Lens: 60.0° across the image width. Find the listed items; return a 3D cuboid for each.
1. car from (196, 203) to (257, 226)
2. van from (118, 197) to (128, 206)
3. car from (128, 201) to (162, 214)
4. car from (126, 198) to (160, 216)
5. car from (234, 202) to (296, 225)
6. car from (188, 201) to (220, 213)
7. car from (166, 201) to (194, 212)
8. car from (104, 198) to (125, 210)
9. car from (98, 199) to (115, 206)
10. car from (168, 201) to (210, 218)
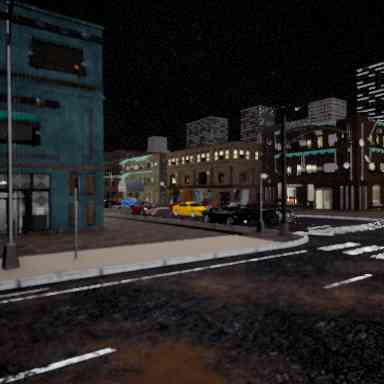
[{"bbox_3d":[2.605,1.809,25.937,1.947,1.339,4.313,-2,0,-35],"label":"car"},{"bbox_3d":[-11.350,1.899,60.216,1.690,1.788,3.998,-1,0,-35],"label":"van"},{"bbox_3d":[-6.115,1.977,42.905,2.033,1.411,5.357,-1,0,-35],"label":"car"},{"bbox_3d":[-5.343,1.841,37.315,1.967,1.590,4.097,-2,0,-35],"label":"car"},{"bbox_3d":[5.850,1.546,25.994,2.097,1.767,4.553,-1,0,-34],"label":"car"},{"bbox_3d":[1.488,1.896,42.175,1.802,1.307,4.206,-2,0,-35],"label":"car"},{"bbox_3d":[-1.719,1.958,46.685,1.802,1.307,4.206,-2,0,-35],"label":"car"},{"bbox_3d":[-12.763,2.083,52.338,1.812,1.442,4.674,-1,0,-36],"label":"car"},{"bbox_3d":[-17.762,2.220,69.237,1.887,1.381,4.507,-1,0,-35],"label":"car"},{"bbox_3d":[-0.074,1.789,34.393,1.882,1.535,5.008,-1,0,-35],"label":"car"}]
